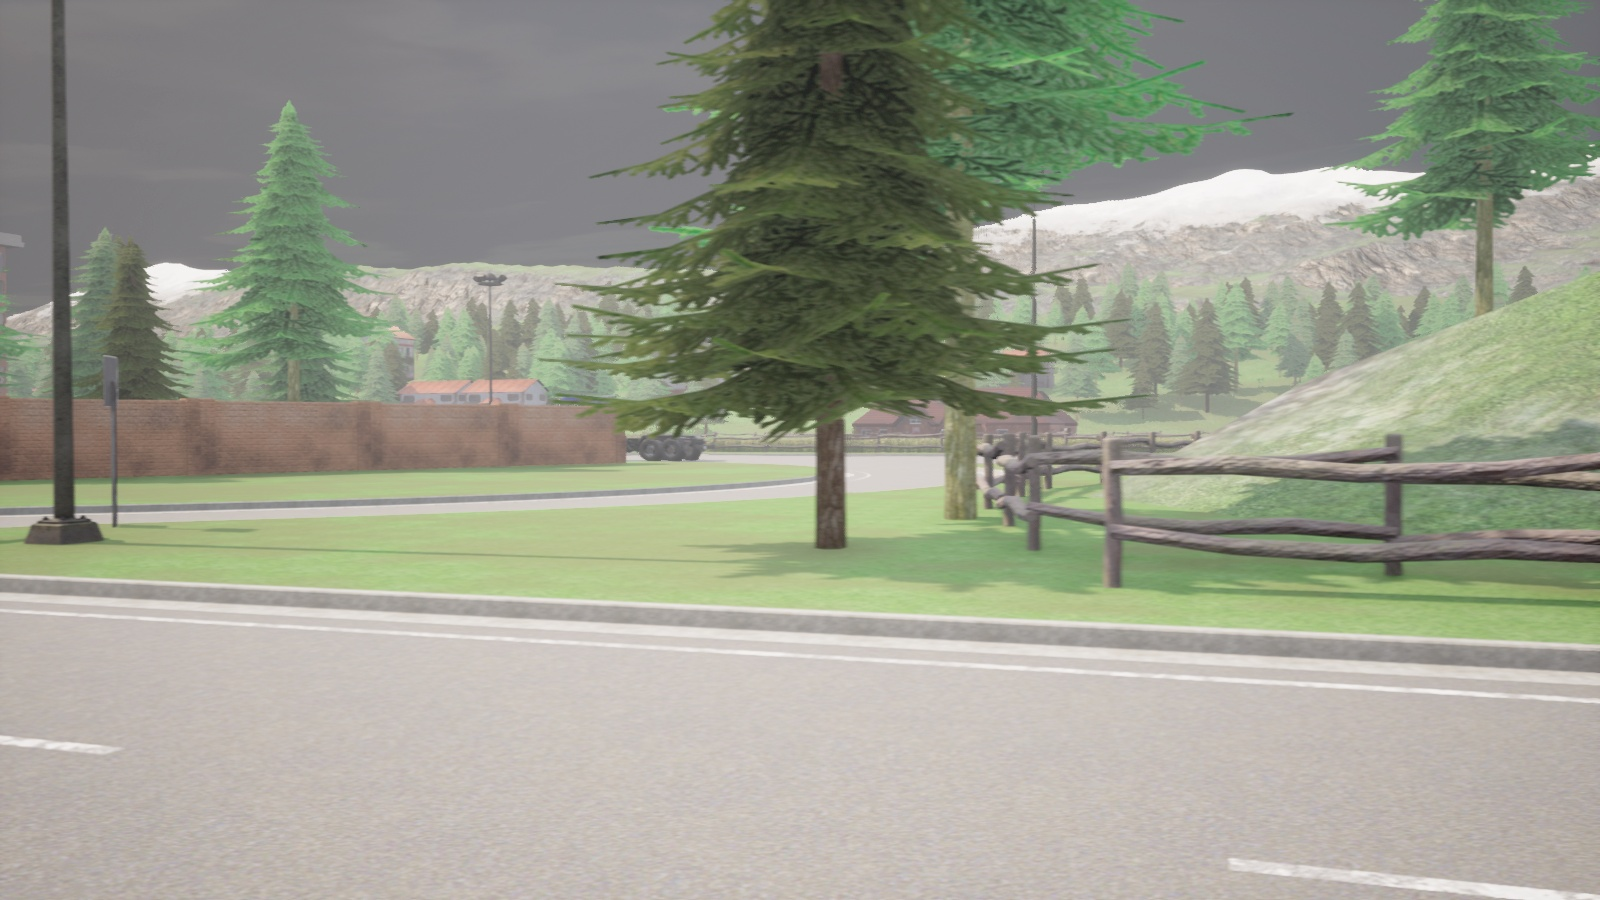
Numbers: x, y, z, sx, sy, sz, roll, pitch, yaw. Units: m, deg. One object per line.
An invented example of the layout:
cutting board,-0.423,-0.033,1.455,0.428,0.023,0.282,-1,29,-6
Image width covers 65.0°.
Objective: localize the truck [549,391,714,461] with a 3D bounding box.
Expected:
truck,-8.696,-1.227,64.842,7.936,3.462,2.891,1,1,19
